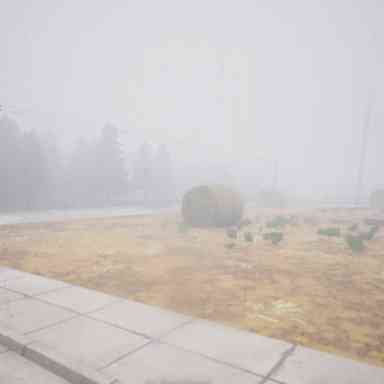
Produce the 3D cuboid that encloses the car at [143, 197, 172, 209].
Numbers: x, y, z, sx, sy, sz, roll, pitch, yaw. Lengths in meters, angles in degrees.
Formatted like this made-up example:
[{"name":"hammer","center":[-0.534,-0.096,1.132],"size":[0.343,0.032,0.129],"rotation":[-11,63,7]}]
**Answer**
[{"name":"car","center":[-4.775,1.525,46.382],"size":[2.128,1.511,4.902],"rotation":[0,0,37]}]
